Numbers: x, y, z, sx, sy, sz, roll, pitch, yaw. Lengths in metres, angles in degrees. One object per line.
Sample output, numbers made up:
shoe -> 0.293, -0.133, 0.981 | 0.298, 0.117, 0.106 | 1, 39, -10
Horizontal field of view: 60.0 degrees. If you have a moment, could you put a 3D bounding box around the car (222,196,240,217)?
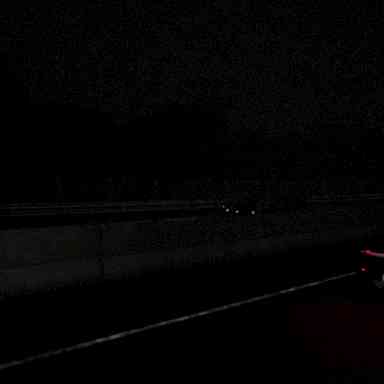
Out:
car -> 5.196, 1.101, 28.932 | 5.566, 2.045, 2.150 | -1, 0, -34

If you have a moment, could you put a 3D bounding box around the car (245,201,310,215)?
car -> 5.728, 1.489, 20.795 | 4.181, 1.385, 1.994 | -1, 0, -35

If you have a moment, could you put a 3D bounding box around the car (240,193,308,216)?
car -> 6.745, 1.109, 25.750 | 5.566, 2.045, 2.150 | -1, 0, -34

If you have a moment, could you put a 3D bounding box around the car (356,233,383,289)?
car -> 5.828, 1.470, 7.834 | 4.902, 1.511, 2.128 | 0, 0, -35
